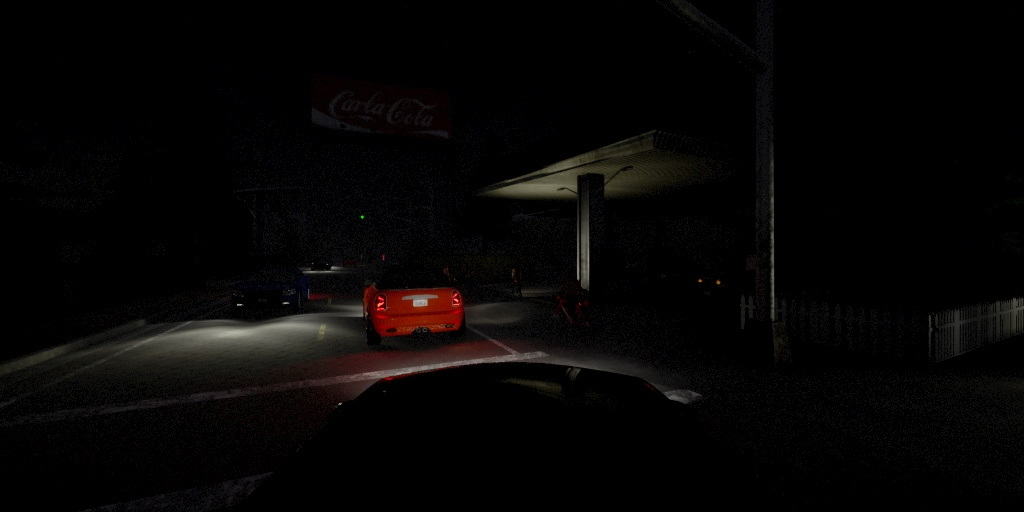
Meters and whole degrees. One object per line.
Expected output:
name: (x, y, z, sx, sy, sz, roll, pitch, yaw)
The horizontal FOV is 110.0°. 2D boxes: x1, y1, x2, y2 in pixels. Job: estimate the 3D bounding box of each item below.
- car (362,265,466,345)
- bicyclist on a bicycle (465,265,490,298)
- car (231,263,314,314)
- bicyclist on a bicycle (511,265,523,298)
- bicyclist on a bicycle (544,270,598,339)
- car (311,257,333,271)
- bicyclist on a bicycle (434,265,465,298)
car: (-2.779, 1.001, 9.478, 2.097, 1.767, 4.553, 0, 0, -24)
bicyclist on a bicycle: (-1.853, 1.265, 17.912, 1.656, 1.620, 0.582, 1, 0, -23)
car: (-8.880, 1.146, 13.525, 1.882, 1.535, 5.008, 1, -1, -25)
bicyclist on a bicycle: (0.252, 1.270, 18.092, 0.582, 1.620, 1.656, 0, 0, 14)
bicyclist on a bicycle: (1.450, 1.180, 8.915, 0.582, 1.620, 1.656, 3, -2, -44)
car: (-24.746, 0.967, 46.478, 2.097, 1.767, 4.553, 0, 0, -25)
bicyclist on a bicycle: (-3.117, 1.235, 16.490, 1.656, 1.620, 0.582, 1, 0, 35)
